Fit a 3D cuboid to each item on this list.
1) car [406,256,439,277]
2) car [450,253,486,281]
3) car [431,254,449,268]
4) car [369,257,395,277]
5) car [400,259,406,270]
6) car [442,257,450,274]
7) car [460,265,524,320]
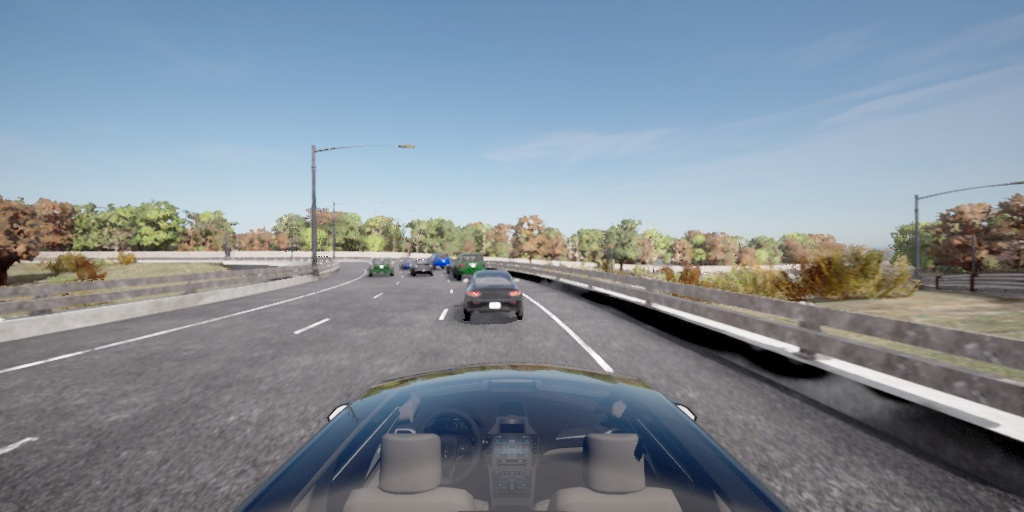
[{"bbox_3d":[-8.389,1.056,33.346,2.128,1.511,4.902,0,0,-19],"label":"car"},{"bbox_3d":[-3.381,0.800,28.309,2.150,2.045,5.566,0,0,-13],"label":"car"},{"bbox_3d":[-9.445,0.703,46.226,2.150,2.045,5.566,0,1,-24],"label":"car"},{"bbox_3d":[-11.872,0.937,32.801,2.097,1.767,4.553,0,0,-19],"label":"car"},{"bbox_3d":[-13.278,1.062,46.248,1.994,1.385,4.181,0,1,-24],"label":"car"},{"bbox_3d":[-5.178,1.088,34.786,2.033,1.411,5.357,0,0,-19],"label":"car"},{"bbox_3d":[-0.688,1.204,12.274,1.812,1.442,4.674,0,0,-5],"label":"car"}]
